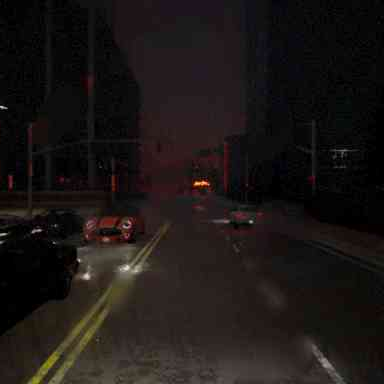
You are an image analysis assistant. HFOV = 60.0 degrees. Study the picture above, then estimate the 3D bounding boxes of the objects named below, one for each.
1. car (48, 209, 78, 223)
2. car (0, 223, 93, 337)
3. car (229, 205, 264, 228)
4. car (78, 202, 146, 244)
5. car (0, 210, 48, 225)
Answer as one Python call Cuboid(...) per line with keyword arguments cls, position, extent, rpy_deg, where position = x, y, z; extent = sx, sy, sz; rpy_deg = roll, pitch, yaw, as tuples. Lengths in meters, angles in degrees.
Cuboid(cls="car", position=(-6.999, 1.583, 17.196), extent=(1.994, 1.385, 4.181), rpy_deg=(0, 0, 0))
Cuboid(cls="car", position=(-3.585, 1.554, 5.742), extent=(2.033, 1.411, 5.357), rpy_deg=(0, 0, 0))
Cuboid(cls="car", position=(3.523, 1.550, 21.989), extent=(1.812, 1.442, 4.674), rpy_deg=(0, 0, 1))
Cuboid(cls="car", position=(-3.512, 1.370, 15.871), extent=(2.097, 1.767, 4.553), rpy_deg=(0, 0, 0))
Cuboid(cls="car", position=(-7.067, 1.504, 11.125), extent=(2.128, 1.511, 4.902), rpy_deg=(0, 0, 0))
